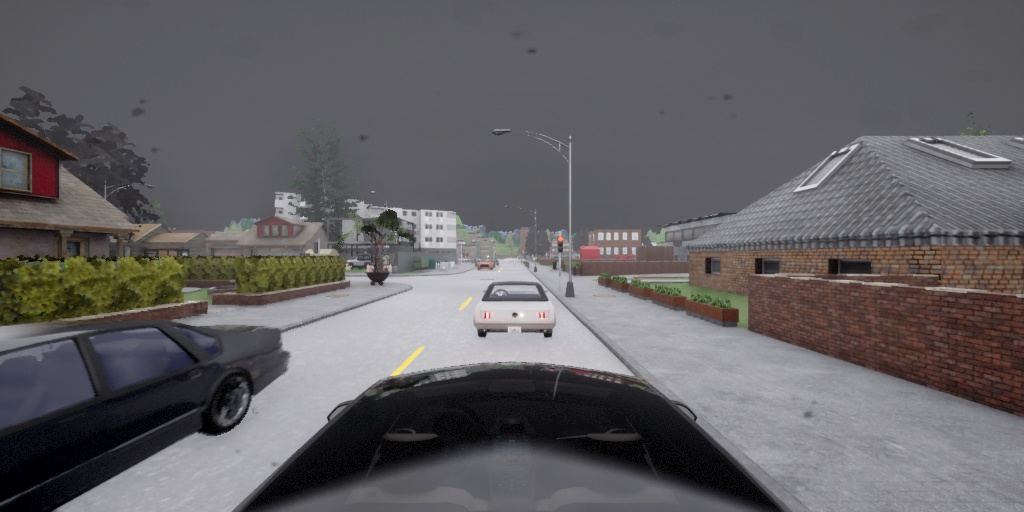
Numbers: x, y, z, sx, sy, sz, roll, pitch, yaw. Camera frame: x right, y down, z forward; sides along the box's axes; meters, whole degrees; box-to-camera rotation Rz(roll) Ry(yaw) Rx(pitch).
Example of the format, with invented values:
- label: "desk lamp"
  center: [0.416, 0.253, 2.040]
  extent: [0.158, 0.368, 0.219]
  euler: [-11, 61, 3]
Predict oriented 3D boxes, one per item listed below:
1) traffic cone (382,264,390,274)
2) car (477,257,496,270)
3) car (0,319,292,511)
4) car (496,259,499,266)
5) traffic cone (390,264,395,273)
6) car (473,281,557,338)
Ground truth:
- label: "traffic cone"
  center: [-15.526, 1.561, 44.141]
  extent: [0.344, 0.586, 0.344]
  euler: [0, 0, 0]
- label: "car"
  center: [-3.826, 1.102, 52.297]
  extent: [2.097, 1.767, 4.553]
  euler: [0, 0, 0]
- label: "car"
  center: [-4.096, 1.297, 2.771]
  extent: [2.033, 1.411, 5.357]
  euler: [0, 0, 0]
- label: "car"
  center: [-3.755, 1.255, 61.678]
  extent: [1.837, 1.490, 4.892]
  euler: [0, 0, 1]
- label: "traffic cone"
  center: [-15.162, 1.558, 44.708]
  extent: [0.344, 0.586, 0.344]
  euler: [0, 0, 0]
- label: "car"
  center: [0.096, 1.351, 10.191]
  extent: [1.895, 1.301, 4.718]
  euler: [0, 0, 1]
